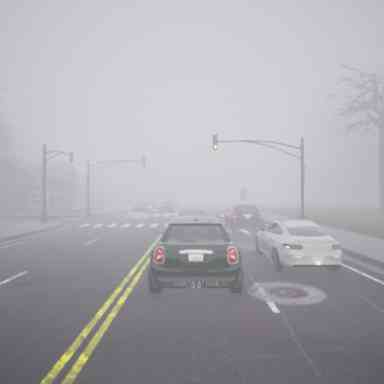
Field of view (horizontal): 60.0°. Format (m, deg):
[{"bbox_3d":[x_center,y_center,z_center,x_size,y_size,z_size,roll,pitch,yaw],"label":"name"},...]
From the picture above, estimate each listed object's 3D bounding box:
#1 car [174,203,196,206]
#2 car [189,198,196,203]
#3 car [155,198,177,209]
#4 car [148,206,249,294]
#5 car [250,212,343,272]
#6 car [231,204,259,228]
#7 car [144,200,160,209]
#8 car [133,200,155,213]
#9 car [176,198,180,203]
[{"bbox_3d":[-0.043,1.671,20.170,1.882,1.535,5.008,0,0,-3],"label":"car"},{"bbox_3d":[0.085,2.290,84.648,2.128,1.511,4.902,0,0,0],"label":"car"},{"bbox_3d":[-3.304,1.912,43.538,1.837,1.490,4.892,0,0,0],"label":"car"},{"bbox_3d":[0.093,1.440,9.193,2.097,1.767,4.553,0,-1,0],"label":"car"},{"bbox_3d":[3.350,1.632,11.088,1.812,1.442,4.674,0,0,0],"label":"car"},{"bbox_3d":[3.348,1.563,22.045,2.097,1.767,4.553,0,-1,0],"label":"car"},{"bbox_3d":[-6.530,2.065,54.341,1.994,1.385,4.181,0,0,1],"label":"car"},{"bbox_3d":[-6.543,1.962,44.359,2.033,1.411,5.357,0,0,2],"label":"car"},{"bbox_3d":[-3.291,2.020,53.520,1.812,1.442,4.674,0,0,1],"label":"car"}]
